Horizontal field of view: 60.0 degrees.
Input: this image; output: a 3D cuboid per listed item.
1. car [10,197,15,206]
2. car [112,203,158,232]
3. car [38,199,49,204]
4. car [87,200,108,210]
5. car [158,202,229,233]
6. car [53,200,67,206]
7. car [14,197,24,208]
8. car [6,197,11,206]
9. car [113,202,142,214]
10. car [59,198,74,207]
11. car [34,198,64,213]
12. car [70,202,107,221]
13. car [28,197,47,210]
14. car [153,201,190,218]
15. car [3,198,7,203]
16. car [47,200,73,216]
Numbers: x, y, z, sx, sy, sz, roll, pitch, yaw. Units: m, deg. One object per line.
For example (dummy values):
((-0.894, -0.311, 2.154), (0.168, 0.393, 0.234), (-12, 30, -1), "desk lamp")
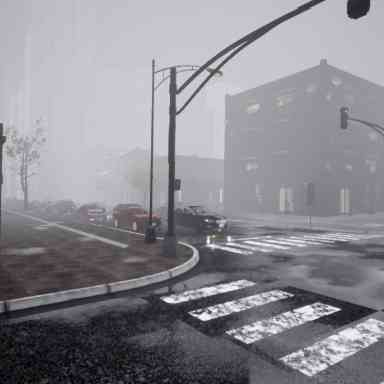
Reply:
((-32.107, 2.080, 62.064), (1.947, 1.339, 4.313), (1, -1, -35), "car")
((-3.447, 1.615, 20.812), (1.887, 1.381, 4.507), (1, -1, -35), "car")
((-38.009, 2.402, 85.142), (1.752, 1.417, 4.829), (1, -1, -35), "car")
((-14.830, 2.038, 52.083), (1.752, 1.417, 4.829), (1, -1, -35), "car")
((0.225, 1.592, 20.314), (2.128, 1.511, 4.902), (1, -1, -35), "car")
((-28.405, 2.306, 71.395), (1.802, 1.307, 4.206), (1, -1, -35), "car")
((-29.120, 2.012, 57.775), (1.887, 1.381, 4.507), (1, -1, -35), "car")
((-35.276, 2.131, 66.599), (1.947, 1.339, 4.313), (1, -1, -35), "car")
((-8.352, 1.965, 42.904), (2.008, 1.369, 4.403), (1, -1, -35), "car")
((-25.237, 2.114, 66.861), (1.967, 1.590, 4.097), (1, -1, -35), "car")
((-18.054, 1.843, 41.771), (2.008, 1.369, 4.403), (1, -1, -35), "car")
((-8.603, 1.729, 28.190), (1.802, 1.307, 4.206), (1, -1, -35), "car")
((-22.729, 1.891, 48.534), (1.752, 1.417, 4.829), (1, -1, -35), "car")
((-2.150, 1.761, 34.040), (1.967, 1.590, 4.097), (1, -1, -35), "car")
((-38.444, 1.930, 71.138), (2.192, 1.841, 5.009), (1, -1, -35), "car")
((-13.757, 1.791, 35.569), (1.947, 1.339, 4.313), (1, -1, -35), "car")
